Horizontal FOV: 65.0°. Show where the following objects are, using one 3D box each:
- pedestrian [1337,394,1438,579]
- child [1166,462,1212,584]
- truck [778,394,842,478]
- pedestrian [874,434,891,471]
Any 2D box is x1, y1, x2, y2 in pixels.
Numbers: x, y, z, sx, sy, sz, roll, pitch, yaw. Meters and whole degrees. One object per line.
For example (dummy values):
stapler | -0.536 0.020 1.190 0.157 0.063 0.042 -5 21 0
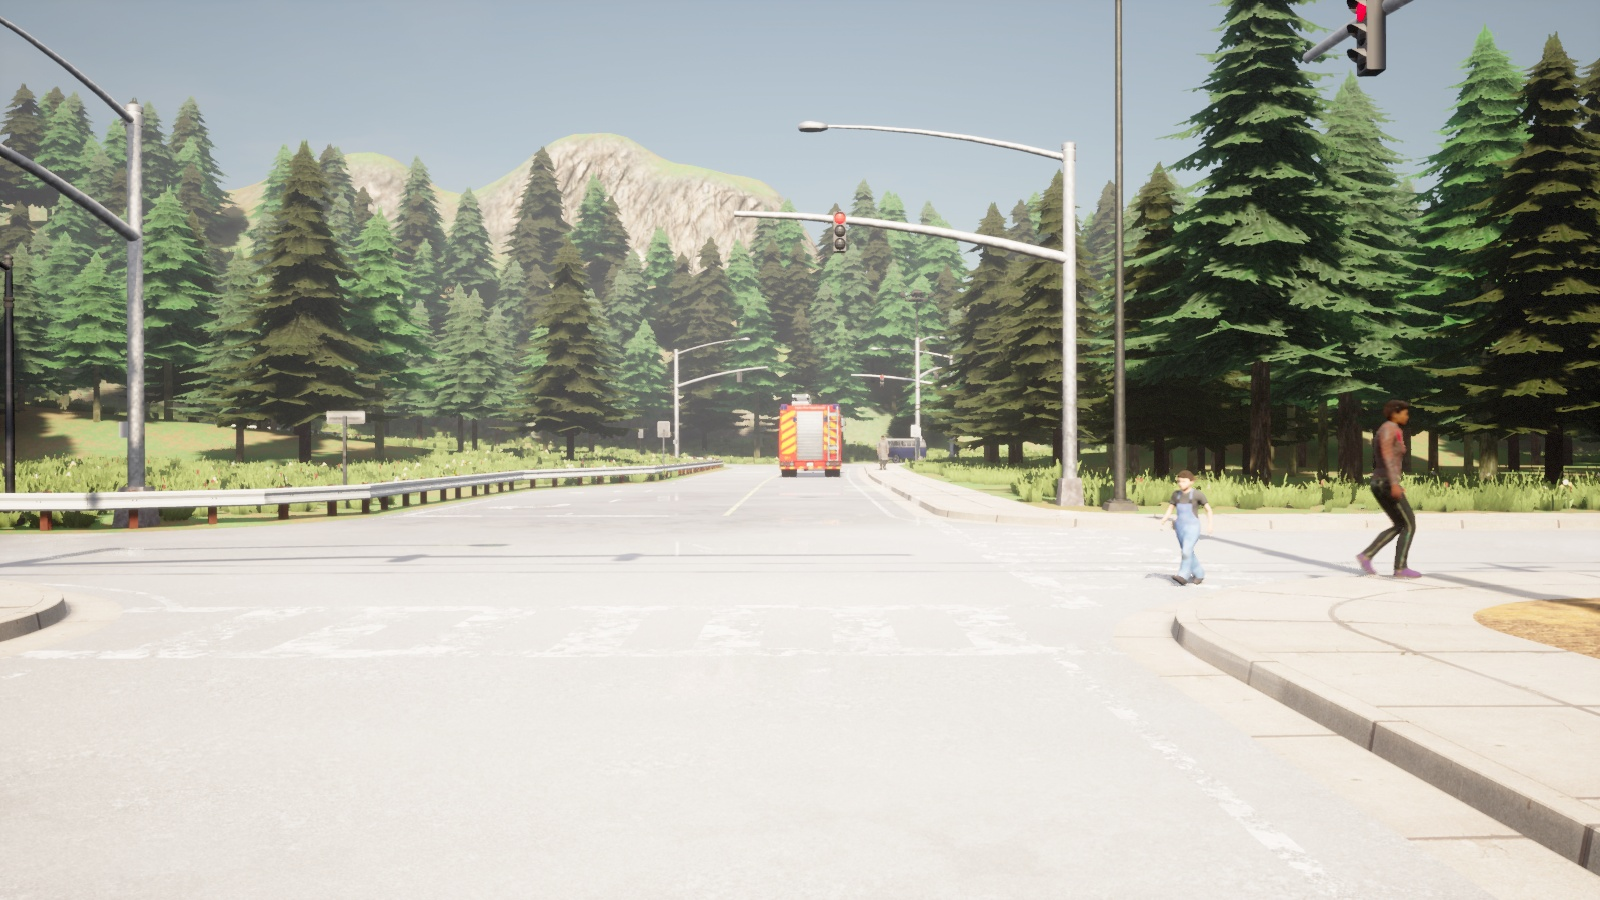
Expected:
pedestrian | 5.869 0.359 12.561 0.869 1.805 0.328 0 0 15
child | 4.125 0.761 13.325 0.437 1.263 0.270 0 0 -39
truck | 0.583 -0.660 61.508 2.891 3.827 8.468 0 0 2
pedestrian | 4.350 0.139 66.169 0.659 1.952 0.873 0 0 -11
